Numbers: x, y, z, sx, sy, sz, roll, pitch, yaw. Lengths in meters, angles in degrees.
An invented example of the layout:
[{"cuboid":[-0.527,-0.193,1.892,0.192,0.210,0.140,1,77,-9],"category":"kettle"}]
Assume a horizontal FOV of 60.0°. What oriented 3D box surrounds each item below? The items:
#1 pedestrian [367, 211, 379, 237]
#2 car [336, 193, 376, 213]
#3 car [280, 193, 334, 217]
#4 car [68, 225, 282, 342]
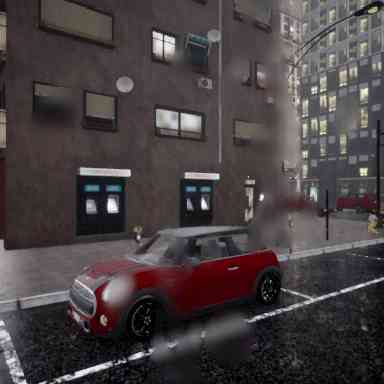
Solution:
[{"cuboid":[8.561,1.428,15.731,0.375,1.300,0.375,0,0,-35],"category":"pedestrian"},{"cuboid":[15.422,1.038,32.297,2.192,1.841,5.009,1,0,-36],"category":"car"},{"cuboid":[8.679,1.016,27.324,2.192,1.841,5.009,2,0,-36],"category":"car"},{"cuboid":[-0.200,1.441,6.413,4.097,1.590,1.967,0,0,-35],"category":"car"}]
